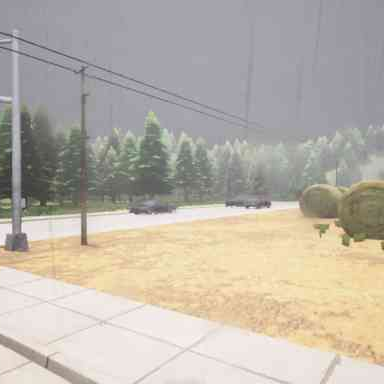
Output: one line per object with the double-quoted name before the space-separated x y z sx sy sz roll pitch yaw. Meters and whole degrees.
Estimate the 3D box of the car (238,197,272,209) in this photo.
"car" 8.495 1.412 43.100 2.033 1.411 5.357 0 0 37

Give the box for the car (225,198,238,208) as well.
"car" 6.508 1.466 46.548 1.895 1.301 4.718 0 0 37

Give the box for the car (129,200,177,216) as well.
"car" -3.701 1.503 32.892 2.033 1.411 5.357 0 0 37
